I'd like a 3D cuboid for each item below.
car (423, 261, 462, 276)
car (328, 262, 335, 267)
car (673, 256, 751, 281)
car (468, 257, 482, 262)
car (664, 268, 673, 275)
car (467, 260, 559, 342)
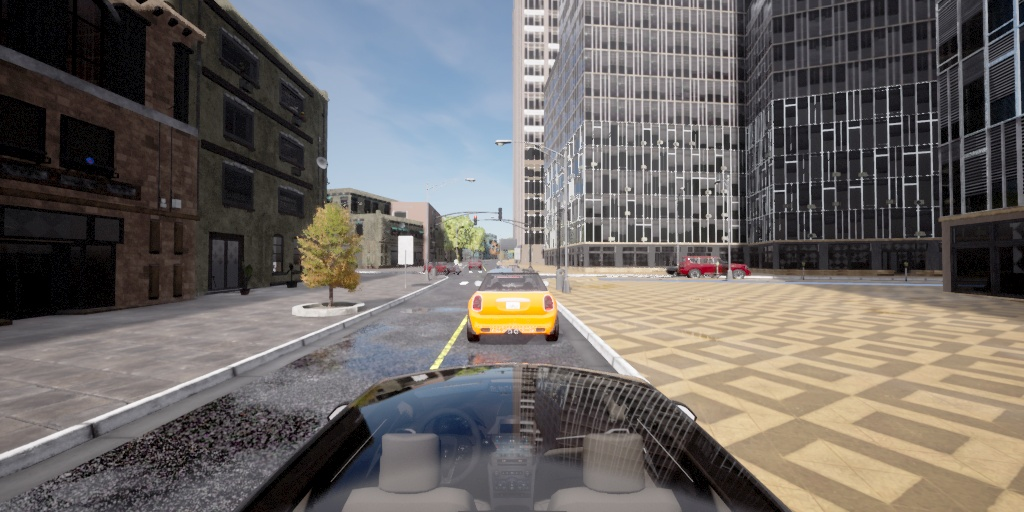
[{"bbox_3d":[-7.281,1.265,37.310,4.674,1.442,1.812,0,-2,36],"label":"car"},{"bbox_3d":[-20.586,1.318,40.121,4.313,1.339,1.948,0,0,18],"label":"car"},{"bbox_3d":[15.744,0.938,28.235,5.009,1.841,2.192,0,0,18],"label":"car"},{"bbox_3d":[-5.478,1.240,53.338,1.882,1.535,5.008,0,0,-6],"label":"car"},{"bbox_3d":[15.766,1.270,30.965,4.718,1.301,1.895,0,-1,18],"label":"car"},{"bbox_3d":[0.004,1.105,9.980,2.097,1.767,4.553,0,0,0],"label":"car"}]
